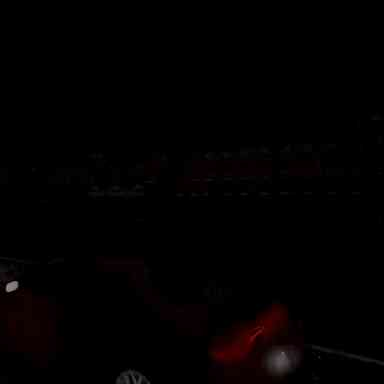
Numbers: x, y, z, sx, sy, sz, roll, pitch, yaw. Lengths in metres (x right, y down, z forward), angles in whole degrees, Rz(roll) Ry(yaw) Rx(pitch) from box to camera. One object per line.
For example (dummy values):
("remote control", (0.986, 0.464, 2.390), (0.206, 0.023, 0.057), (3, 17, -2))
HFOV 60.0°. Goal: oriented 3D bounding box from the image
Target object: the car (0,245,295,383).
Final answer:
("car", (-1.197, 1.500, 4.603), (5.008, 1.535, 1.882), (-1, 0, 33))
